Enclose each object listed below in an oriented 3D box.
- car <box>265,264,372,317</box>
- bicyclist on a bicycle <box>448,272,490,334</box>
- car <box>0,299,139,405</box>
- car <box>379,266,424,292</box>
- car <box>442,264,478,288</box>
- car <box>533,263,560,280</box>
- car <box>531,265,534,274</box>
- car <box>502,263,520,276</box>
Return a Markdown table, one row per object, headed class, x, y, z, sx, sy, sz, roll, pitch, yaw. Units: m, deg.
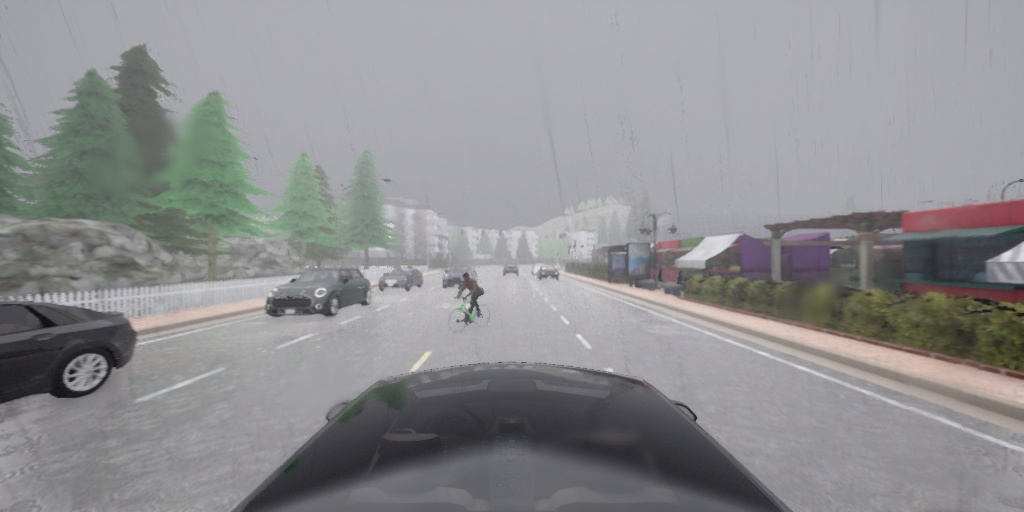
| class | x | y | z | sx | sy | sz | roll | pitch | yaw |
| --- | --- | --- | --- | --- | --- | --- | --- | --- | --- |
| car | -7.148 | 1.225 | 13.782 | 2.097 | 1.767 | 4.553 | 0 | -1 | 0 |
| bicyclist on a bicycle | -1.167 | 1.279 | 10.015 | 0.582 | 1.620 | 1.656 | -1 | 0 | 38 |
| car | -7.098 | 1.290 | 3.845 | 1.837 | 1.490 | 4.892 | 0 | -1 | 0 |
| car | -7.189 | 1.452 | 23.650 | 2.128 | 1.511 | 4.902 | 0 | -1 | 0 |
| car | -3.612 | 1.375 | 25.624 | 2.097 | 1.767 | 4.553 | 0 | -1 | 0 |
| car | 3.438 | 1.639 | 35.045 | 1.895 | 1.301 | 4.718 | 0 | 0 | 0 |
| car | 3.408 | 1.650 | 44.813 | 1.812 | 1.442 | 4.674 | 0 | 0 | 0 |
| car | -0.125 | 1.631 | 43.930 | 1.837 | 1.490 | 4.892 | 0 | 0 | 0 |
